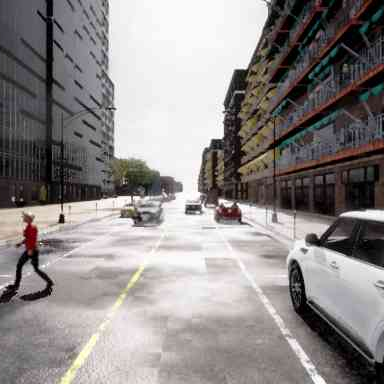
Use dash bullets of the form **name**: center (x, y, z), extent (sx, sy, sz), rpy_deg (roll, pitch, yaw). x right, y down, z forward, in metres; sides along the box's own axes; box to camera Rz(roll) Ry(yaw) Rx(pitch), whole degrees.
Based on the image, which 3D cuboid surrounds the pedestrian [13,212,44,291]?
- **pedestrian**: center (-3.648, 1.292, 7.441), extent (0.375, 1.860, 0.375), rpy_deg (1, -1, -3)

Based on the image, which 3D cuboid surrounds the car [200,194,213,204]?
- **car**: center (2.828, 1.271, 65.679), extent (2.192, 1.841, 5.009), rpy_deg (1, 0, 0)

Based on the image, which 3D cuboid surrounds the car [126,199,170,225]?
- **car**: center (-3.053, 1.487, 24.190), extent (2.128, 1.511, 4.902), rpy_deg (0, 0, 0)

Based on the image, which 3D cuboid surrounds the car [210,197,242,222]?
- **car**: center (2.750, 1.435, 26.156), extent (1.967, 1.590, 4.097), rpy_deg (1, 0, 0)

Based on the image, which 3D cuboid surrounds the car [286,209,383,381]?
- **car**: center (3.009, 1.225, 4.515), extent (2.150, 2.045, 5.566), rpy_deg (0, 0, 0)

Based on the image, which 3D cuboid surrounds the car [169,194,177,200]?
- **car**: center (-5.467, 1.344, 93.895), extent (1.967, 1.590, 4.097), rpy_deg (1, 0, 0)

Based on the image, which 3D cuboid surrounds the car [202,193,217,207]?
- **car**: center (2.795, 1.293, 48.740), extent (2.192, 1.841, 5.009), rpy_deg (1, 0, 0)

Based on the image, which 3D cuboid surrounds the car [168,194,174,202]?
- **car**: center (-5.547, 1.387, 71.311), extent (1.967, 1.590, 4.097), rpy_deg (1, 0, 0)

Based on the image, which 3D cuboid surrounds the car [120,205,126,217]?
- **car**: center (-5.621, 1.518, 31.619), extent (1.752, 1.417, 4.829), rpy_deg (1, 0, 0)

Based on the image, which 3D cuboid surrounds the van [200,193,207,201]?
- **van**: center (2.860, 1.268, 82.617), extent (1.690, 1.788, 3.998), rpy_deg (1, 0, 0)

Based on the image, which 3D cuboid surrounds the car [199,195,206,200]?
- **car**: center (2.879, 1.449, 93.912), extent (1.887, 1.381, 4.507), rpy_deg (1, 0, 0)

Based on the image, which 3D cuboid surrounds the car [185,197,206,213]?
- **car**: center (0.163, 1.537, 36.087), extent (2.033, 1.411, 5.357), rpy_deg (0, 0, 0)

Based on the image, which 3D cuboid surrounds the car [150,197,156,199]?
- **car**: center (-5.610, 1.540, 37.436), extent (2.008, 1.369, 4.403), rpy_deg (1, 0, 0)

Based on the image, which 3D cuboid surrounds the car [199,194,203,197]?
- **car**: center (0.153, 1.472, 46.632), extent (2.128, 1.511, 4.902), rpy_deg (0, 0, 1)

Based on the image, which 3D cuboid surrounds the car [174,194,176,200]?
- **car**: center (-5.484, 1.356, 88.249), extent (1.967, 1.590, 4.097), rpy_deg (1, 0, 0)

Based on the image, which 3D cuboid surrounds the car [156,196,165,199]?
- **car**: center (-5.588, 1.529, 48.727), extent (2.008, 1.369, 4.403), rpy_deg (1, 0, 0)

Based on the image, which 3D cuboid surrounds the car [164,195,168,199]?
- **car**: center (-5.577, 1.522, 54.374), extent (2.008, 1.369, 4.403), rpy_deg (1, 0, 0)
